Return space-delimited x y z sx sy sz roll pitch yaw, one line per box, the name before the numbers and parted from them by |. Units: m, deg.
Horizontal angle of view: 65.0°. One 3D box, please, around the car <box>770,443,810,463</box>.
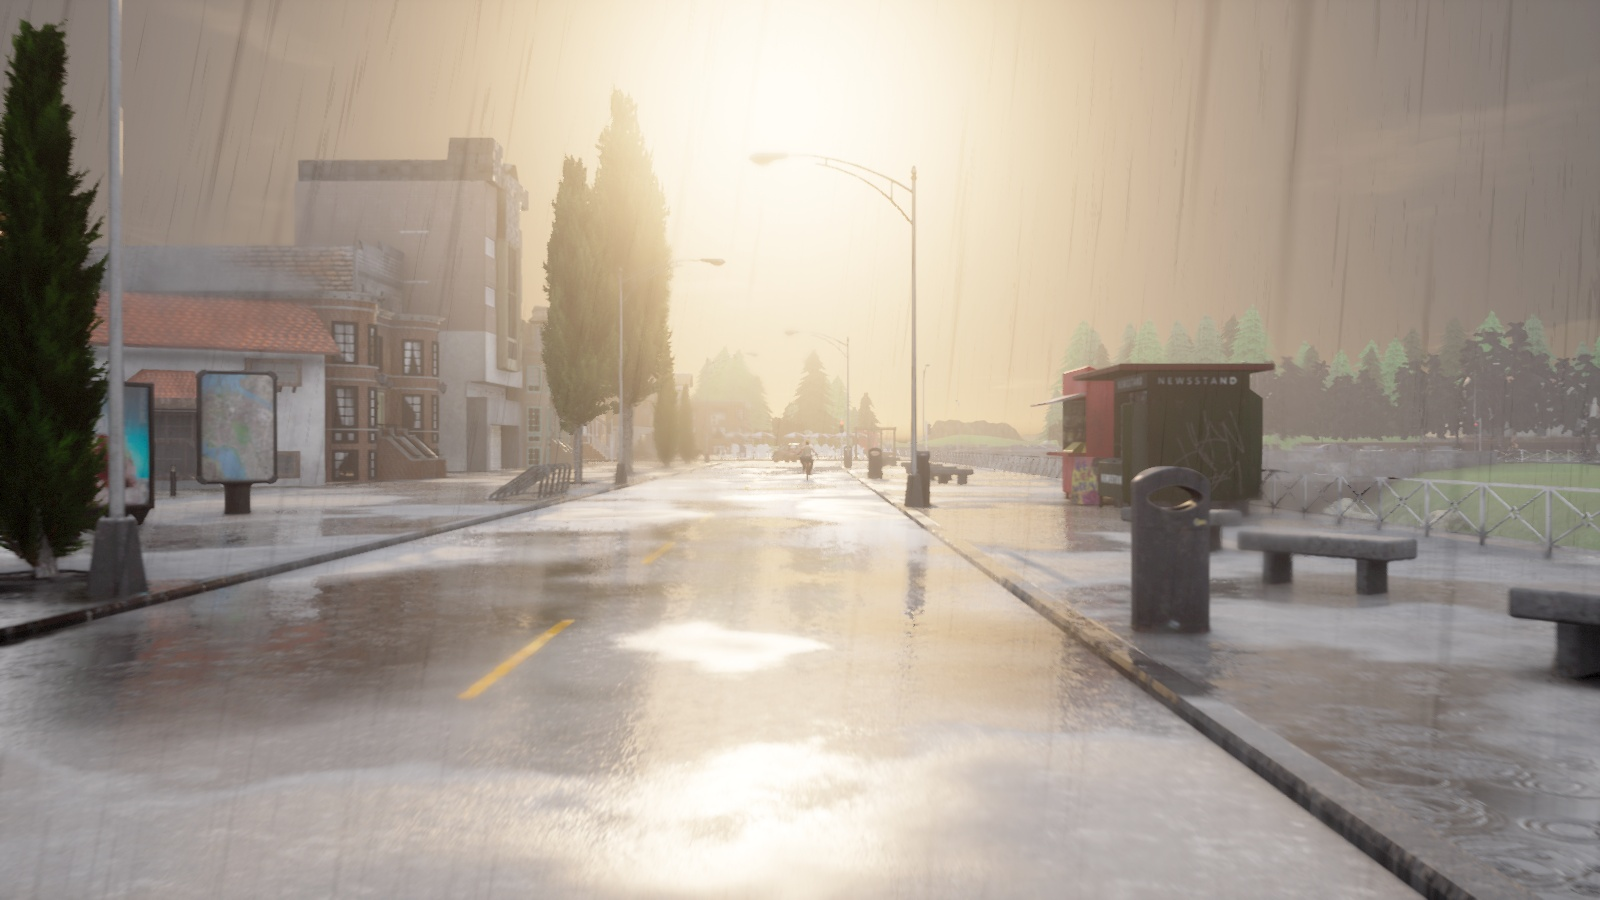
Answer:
car | -0.787 0.225 94.820 1.816 1.474 4.193 0 0 -19
